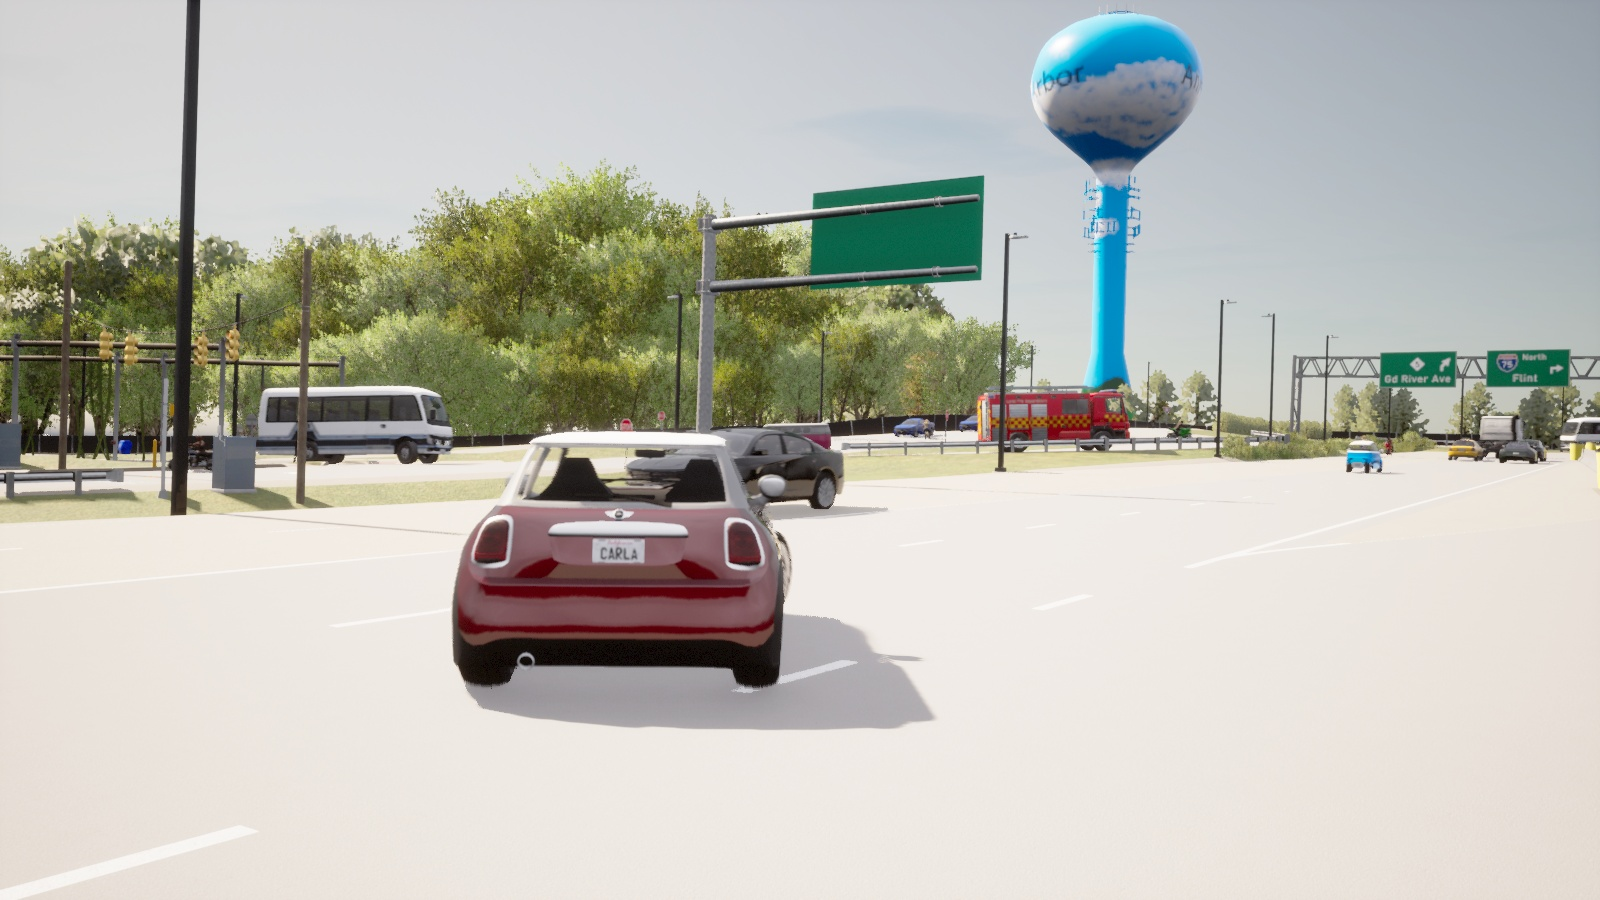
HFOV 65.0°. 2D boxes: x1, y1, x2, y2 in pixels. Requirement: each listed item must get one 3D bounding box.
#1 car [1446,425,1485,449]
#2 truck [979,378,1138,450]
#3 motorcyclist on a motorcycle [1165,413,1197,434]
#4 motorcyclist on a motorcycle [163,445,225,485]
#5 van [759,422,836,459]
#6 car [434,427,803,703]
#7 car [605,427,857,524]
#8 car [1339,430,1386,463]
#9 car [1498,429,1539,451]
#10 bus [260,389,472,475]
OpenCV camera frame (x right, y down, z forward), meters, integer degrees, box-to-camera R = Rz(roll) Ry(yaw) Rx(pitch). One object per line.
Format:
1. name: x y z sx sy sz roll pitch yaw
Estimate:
1. car: 45.802 -0.896 86.353 1.801 1.575 5.366 1 1 34
2. truck: 15.015 -2.090 73.238 8.468 3.827 2.891 -2 1 -7
3. motorcyclist on a motorcycle: 28.007 -1.938 92.332 2.044 1.523 0.797 -1 0 -9
4. motorcyclist on a motorcycle: -26.101 0.635 54.129 0.766 1.649 2.350 1 2 33
5. van: -0.190 -0.581 74.931 4.442 1.987 1.775 -3 0 -2
6. car: -1.047 0.588 8.681 1.970 1.475 3.806 0 1 -2
7. car: -1.087 0.359 22.569 1.882 1.535 5.008 1 1 34
8. car: 24.316 -0.157 54.243 1.481 1.376 2.207 1 2 34
9. car: 45.851 -0.657 80.133 1.994 1.385 4.181 1 1 34
10. bus: -23.756 -0.898 68.991 10.273 4.253 3.944 -2 -2 8
